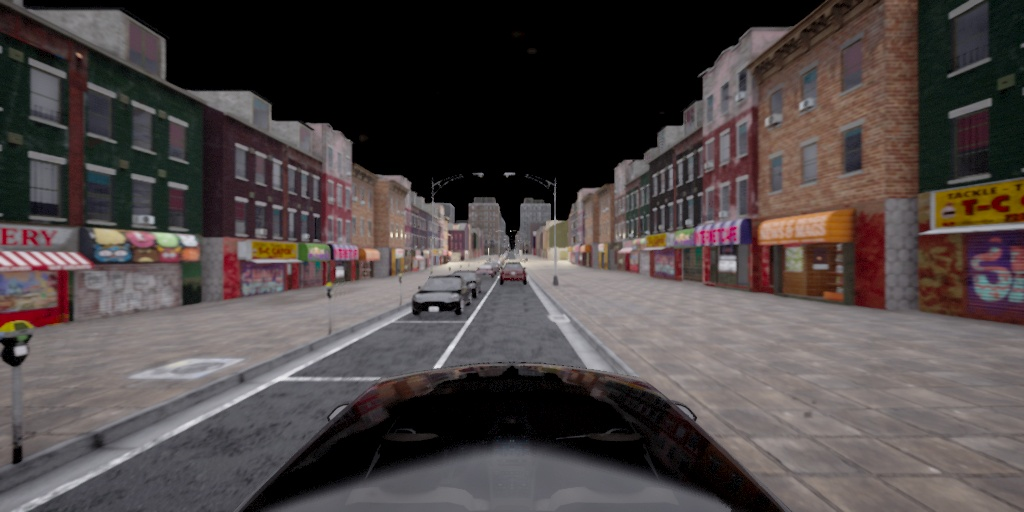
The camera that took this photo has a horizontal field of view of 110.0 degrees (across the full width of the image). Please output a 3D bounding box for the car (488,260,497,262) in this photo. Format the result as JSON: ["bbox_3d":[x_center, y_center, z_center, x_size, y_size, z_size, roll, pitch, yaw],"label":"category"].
[{"bbox_3d":[-2.630,1.487,41.994,1.948,1.339,4.313,0,0,0],"label":"car"}]

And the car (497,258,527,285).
[{"bbox_3d":[0.102,1.295,29.065,2.097,1.767,4.553,0,0,0],"label":"car"}]

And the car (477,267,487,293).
[{"bbox_3d":[-2.635,1.485,19.836,1.948,1.339,4.313,0,0,0],"label":"car"}]

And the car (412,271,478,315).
[{"bbox_3d":[-2.636,1.448,14.292,1.948,1.339,4.313,0,0,0],"label":"car"}]

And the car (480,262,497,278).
[{"bbox_3d":[-2.631,1.516,36.460,1.802,1.307,4.207,0,0,0],"label":"car"}]
